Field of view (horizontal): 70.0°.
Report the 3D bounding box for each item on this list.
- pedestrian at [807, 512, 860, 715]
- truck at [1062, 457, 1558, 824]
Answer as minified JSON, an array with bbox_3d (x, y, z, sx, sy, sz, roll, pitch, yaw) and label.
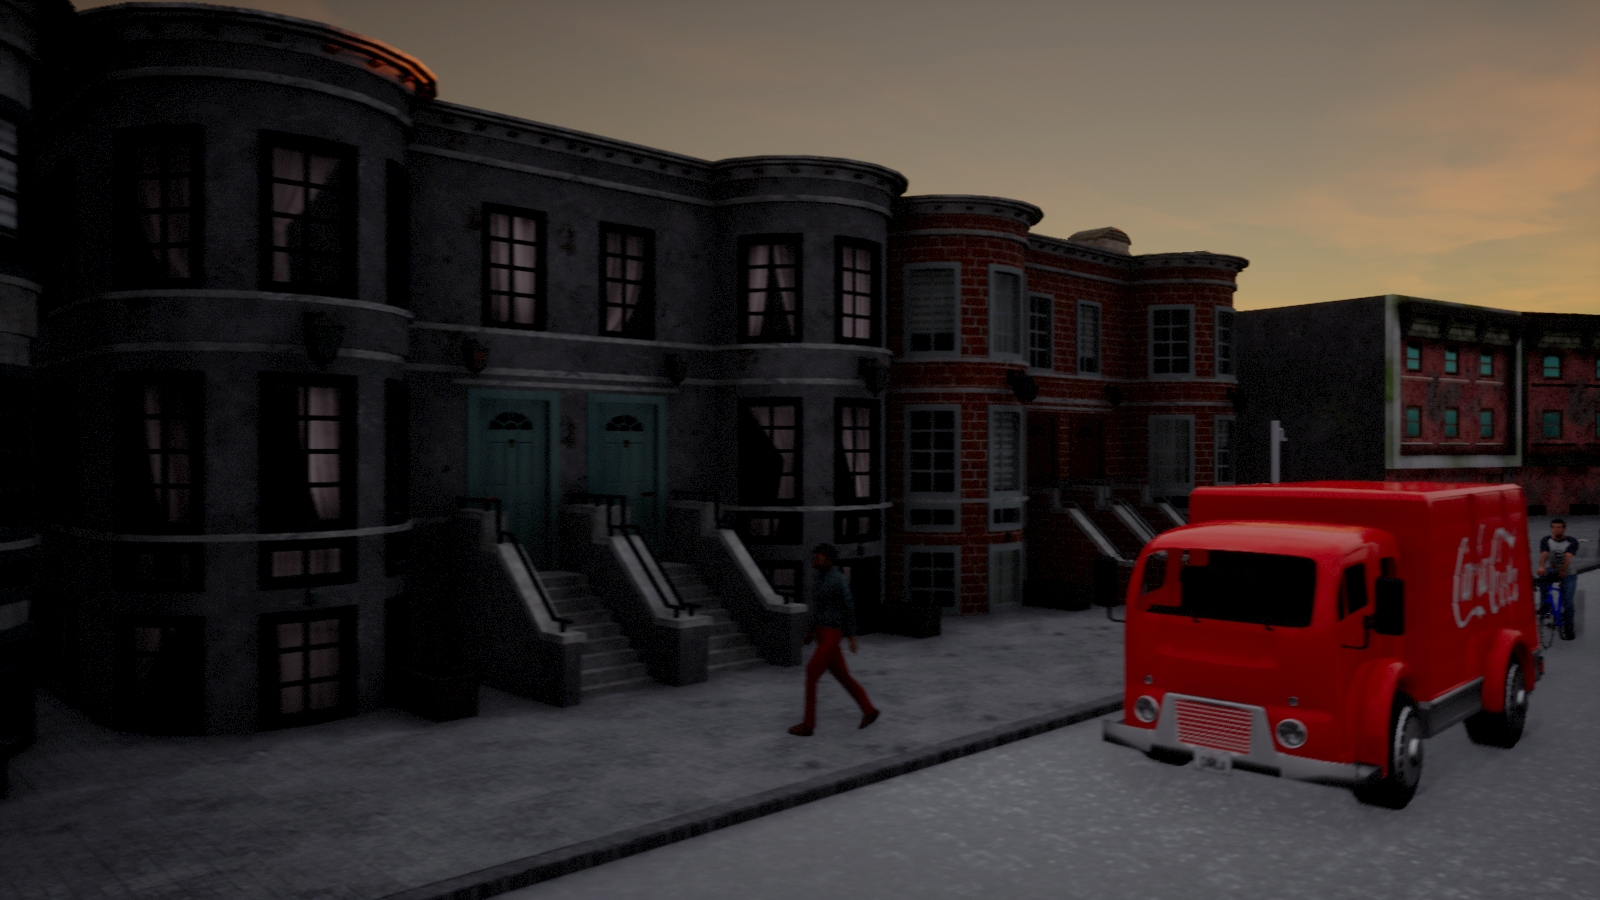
[{"bbox_3d":[0.315,1.526,10.820,0.375,1.860,0.375,0,0,-23],"label":"pedestrian"},{"bbox_3d":[4.996,1.341,10.713,2.627,2.467,5.204,0,0,44],"label":"truck"}]
